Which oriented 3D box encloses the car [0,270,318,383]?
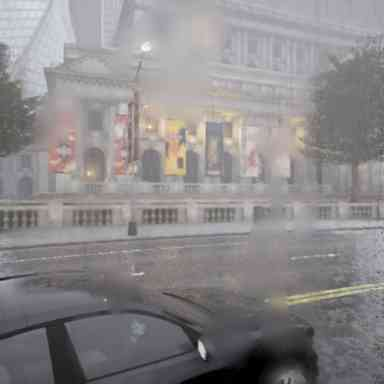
[{"bbox_3d":[-0.987,1.469,2.840,5.008,1.535,1.882,1,0,-34],"label":"car"}]
